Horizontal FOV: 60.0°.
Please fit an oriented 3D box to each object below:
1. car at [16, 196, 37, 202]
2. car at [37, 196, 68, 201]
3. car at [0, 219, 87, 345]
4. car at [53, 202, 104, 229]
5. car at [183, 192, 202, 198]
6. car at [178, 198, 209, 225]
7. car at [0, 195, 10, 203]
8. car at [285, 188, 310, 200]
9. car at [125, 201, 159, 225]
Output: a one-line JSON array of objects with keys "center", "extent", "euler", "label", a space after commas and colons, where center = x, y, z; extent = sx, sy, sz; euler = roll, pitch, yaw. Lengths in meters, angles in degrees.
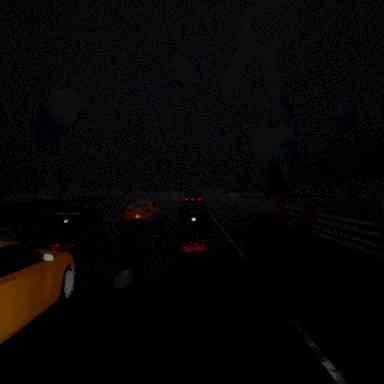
[{"center": [-21.073, 1.260, 43.163], "extent": [1.837, 1.490, 4.892], "euler": [0, 0, 0], "label": "car"}, {"center": [-17.574, 1.247, 43.165], "extent": [2.128, 1.511, 4.902], "euler": [0, 0, 0], "label": "car"}, {"center": [-3.398, 1.451, 5.055], "extent": [1.882, 1.535, 5.008], "euler": [0, 0, 0], "label": "car"}, {"center": [-6.892, 1.381, 20.618], "extent": [2.128, 1.511, 4.902], "euler": [0, 0, 0], "label": "car"}, {"center": [0.112, 0.989, 41.223], "extent": [2.150, 2.045, 5.566], "euler": [0, 0, 0], "label": "car"}, {"center": [0.109, 1.384, 22.624], "extent": [1.837, 1.490, 4.892], "euler": [0, 1, 0], "label": "car"}, {"center": [-24.571, 1.121, 41.109], "extent": [2.097, 1.767, 4.553], "euler": [0, 0, 0], "label": "car"}, {"center": [19.190, 0.399, 60.641], "extent": [2.150, 2.045, 5.566], "euler": [0, -2, -16], "label": "car"}, {"center": [-3.391, 1.352, 23.232], "extent": [1.882, 1.535, 5.008], "euler": [0, 0, 0], "label": "car"}]
